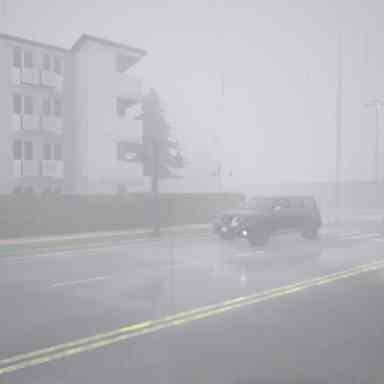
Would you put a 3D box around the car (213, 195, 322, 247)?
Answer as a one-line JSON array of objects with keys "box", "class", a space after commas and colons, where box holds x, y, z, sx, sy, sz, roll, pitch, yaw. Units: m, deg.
[{"box": [3.569, 1.162, 15.035, 5.566, 2.045, 2.150, 0, 0, -35], "class": "car"}]
